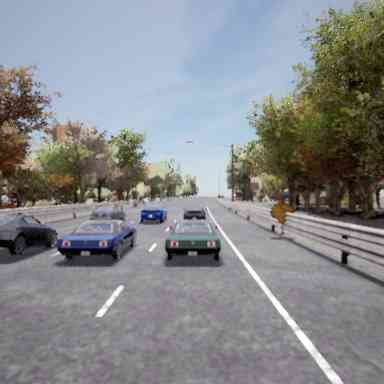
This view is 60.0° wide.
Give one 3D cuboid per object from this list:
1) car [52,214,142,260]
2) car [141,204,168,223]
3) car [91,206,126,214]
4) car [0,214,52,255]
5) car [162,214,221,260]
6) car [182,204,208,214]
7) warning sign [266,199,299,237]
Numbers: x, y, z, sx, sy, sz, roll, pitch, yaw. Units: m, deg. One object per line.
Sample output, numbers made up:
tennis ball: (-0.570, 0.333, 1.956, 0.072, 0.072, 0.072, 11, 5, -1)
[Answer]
car: (-3.435, 1.742, 13.068, 1.895, 1.301, 4.718, 0, -1, 1)
car: (-3.236, 1.781, 29.021, 1.882, 1.535, 5.008, 0, 0, 1)
car: (-6.783, 1.836, 27.345, 2.033, 1.411, 5.357, 0, -1, 1)
car: (-6.941, 1.595, 13.135, 1.994, 1.385, 4.181, 2, -7, 1)
car: (0.064, 1.741, 13.042, 1.895, 1.301, 4.718, 0, -1, 1)
car: (0.244, 1.801, 28.197, 1.837, 1.490, 4.892, 0, 0, 1)
warning sign: (4.604, 1.296, 17.008, 1.300, 1.860, 1.060, -1, -2, 1)
